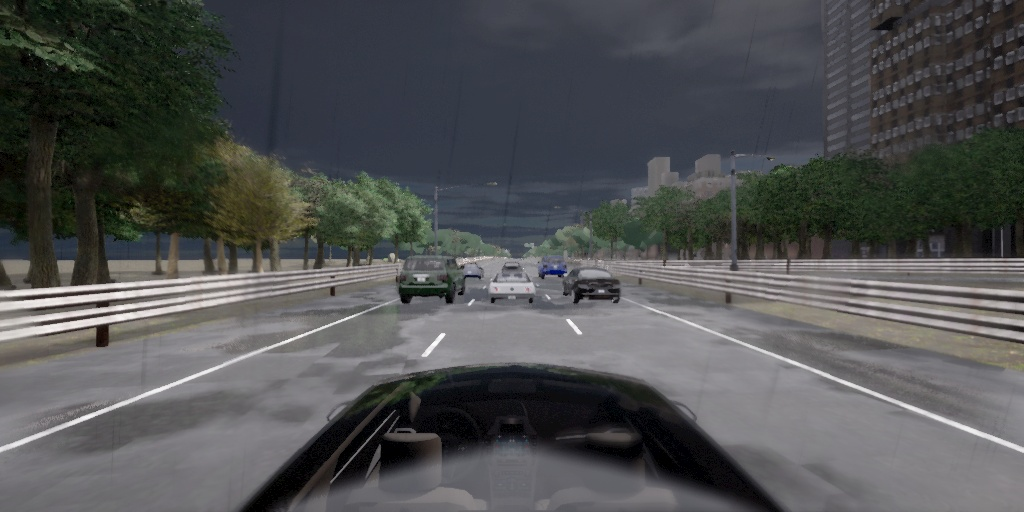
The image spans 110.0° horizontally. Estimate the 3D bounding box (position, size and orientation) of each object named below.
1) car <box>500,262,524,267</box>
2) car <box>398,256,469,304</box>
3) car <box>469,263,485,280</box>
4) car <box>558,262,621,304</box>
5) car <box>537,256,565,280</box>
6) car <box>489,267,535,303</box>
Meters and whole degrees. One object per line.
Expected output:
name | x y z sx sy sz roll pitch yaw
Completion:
car | 0.000 1.262 31.500 1.837 1.490 4.892 0 0 0
car | -3.500 1.008 16.531 2.150 2.045 5.566 0 0 0
car | -3.500 1.319 31.500 1.994 1.385 4.181 0 0 0
car | 3.500 1.235 16.500 1.882 1.535 5.008 0 0 0
car | 3.500 1.004 31.530 2.150 2.045 5.566 0 0 0
car | 0.000 1.366 16.530 1.895 1.301 4.718 0 0 0
